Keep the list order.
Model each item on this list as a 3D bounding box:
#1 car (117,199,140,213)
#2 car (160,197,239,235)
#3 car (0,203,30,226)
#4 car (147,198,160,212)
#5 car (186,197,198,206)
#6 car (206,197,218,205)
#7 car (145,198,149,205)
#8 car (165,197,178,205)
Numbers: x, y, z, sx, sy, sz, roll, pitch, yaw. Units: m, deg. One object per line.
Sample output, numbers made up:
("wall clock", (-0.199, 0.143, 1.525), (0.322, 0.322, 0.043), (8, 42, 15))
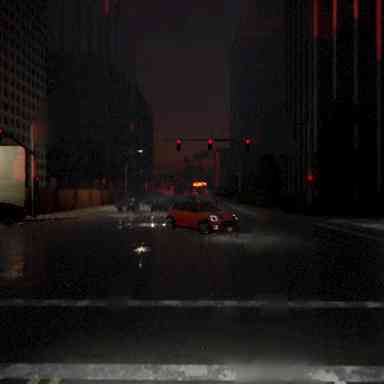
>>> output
("car", (-7.130, 1.505, 37.576), (2.128, 1.511, 4.902), (0, 0, 0))
("car", (0.512, 1.335, 18.782), (2.097, 1.767, 4.553), (0, 0, -40))
("car", (-13.431, 1.448, 21.917), (4.902, 1.511, 2.128), (0, 1, -15))
("car", (-3.630, 1.617, 38.347), (1.895, 1.301, 4.718), (0, 0, 0))
("car", (-0.055, 1.572, 58.652), (2.033, 1.411, 5.357), (0, 0, 0))
("car", (3.445, 1.550, 58.655), (1.812, 1.442, 4.674), (0, 0, 0))
("car", (-7.058, 1.625, 58.555), (1.895, 1.301, 4.718), (0, 0, 0))
("car", (-3.557, 1.591, 58.635), (1.994, 1.385, 4.181), (0, 0, 0))
